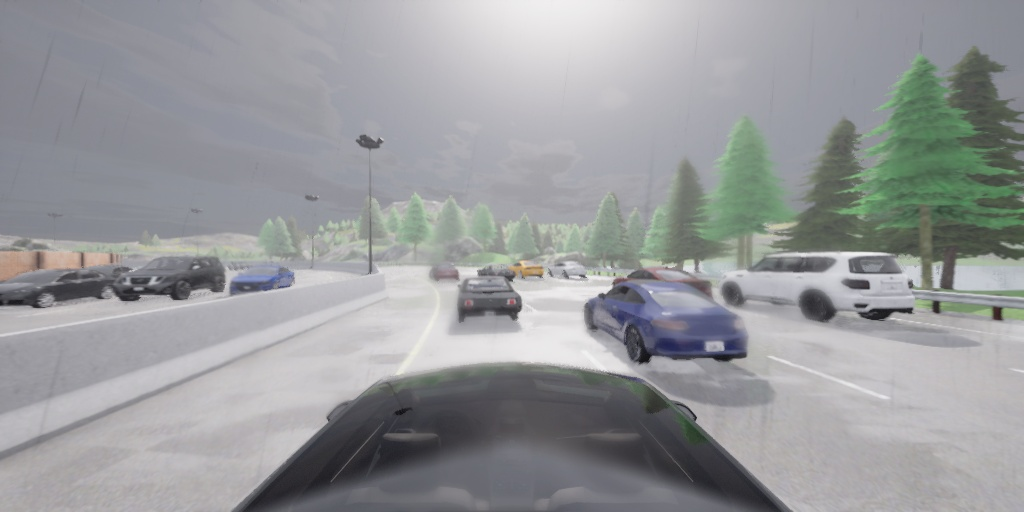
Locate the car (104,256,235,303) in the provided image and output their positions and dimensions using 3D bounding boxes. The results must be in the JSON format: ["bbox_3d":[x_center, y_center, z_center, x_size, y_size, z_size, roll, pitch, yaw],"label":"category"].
[{"bbox_3d":[-16.499,1.034,17.796,2.150,2.045,5.566,0,0,-16],"label":"car"}]

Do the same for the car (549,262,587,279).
[{"bbox_3d":[4.827,1.218,31.554,1.812,1.442,4.674,0,0,-20],"label":"car"}]

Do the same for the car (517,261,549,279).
[{"bbox_3d":[1.085,1.188,31.633,1.882,1.535,5.008,0,0,-20],"label":"car"}]

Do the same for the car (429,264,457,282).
[{"bbox_3d":[-5.654,1.310,29.678,1.994,1.385,4.181,0,0,-21],"label":"car"}]

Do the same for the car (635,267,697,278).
[{"bbox_3d":[5.745,1.185,14.434,1.882,1.535,5.008,0,0,-9],"label":"car"}]

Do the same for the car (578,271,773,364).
[{"bbox_3d":[3.032,1.253,7.965,1.812,1.442,4.674,0,0,-5],"label":"car"}]

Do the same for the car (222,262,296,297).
[{"bbox_3d":[-13.451,1.273,19.647,1.882,1.535,5.008,0,0,-17],"label":"car"}]

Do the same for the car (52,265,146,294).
[{"bbox_3d":[-25.446,1.356,22.382,1.837,1.490,4.892,0,0,-23],"label":"car"}]

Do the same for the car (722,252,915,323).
[{"bbox_3d":[9.654,0.912,12.092,2.150,2.045,5.566,0,0,-7],"label":"car"}]

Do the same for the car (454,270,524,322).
[{"bbox_3d":[-0.939,1.343,12.313,1.895,1.301,4.718,0,0,-8],"label":"car"}]

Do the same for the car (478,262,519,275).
[{"bbox_3d":[-1.343,1.327,28.251,1.895,1.301,4.718,0,0,-19],"label":"car"}]

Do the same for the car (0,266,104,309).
[{"bbox_3d":[-19.493,1.335,15.235,1.837,1.490,4.892,0,0,-15],"label":"car"}]
